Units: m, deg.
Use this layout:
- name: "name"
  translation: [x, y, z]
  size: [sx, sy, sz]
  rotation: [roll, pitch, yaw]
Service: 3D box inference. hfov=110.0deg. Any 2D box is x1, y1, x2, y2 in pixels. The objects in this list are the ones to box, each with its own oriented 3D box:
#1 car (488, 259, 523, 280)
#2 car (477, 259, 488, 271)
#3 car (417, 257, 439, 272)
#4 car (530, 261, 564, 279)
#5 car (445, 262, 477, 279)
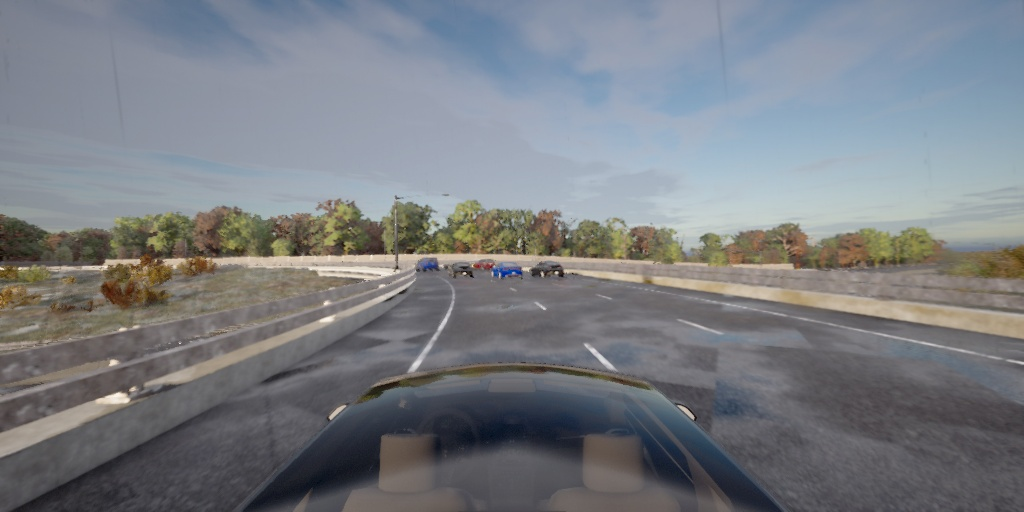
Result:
- name: "car"
  translation: [-0.497, 1.235, 31.525]
  size: [1.882, 1.535, 5.008]
  rotation: [-1, 0, -15]
- name: "car"
  translation: [-3.772, 1.168, 50.256]
  size: [2.097, 1.767, 4.553]
  rotation: [-1, 0, -25]
- name: "car"
  translation: [-12.006, 1.192, 51.179]
  size: [2.150, 2.045, 5.566]
  rotation: [-1, 0, -27]
- name: "car"
  translation: [3.048, 1.194, 31.837]
  size: [1.837, 1.490, 4.892]
  rotation: [-1, -1, -15]
- name: "car"
  translation: [-4.951, 1.343, 34.251]
  size: [1.837, 1.490, 4.892]
  rotation: [-1, 0, -17]
